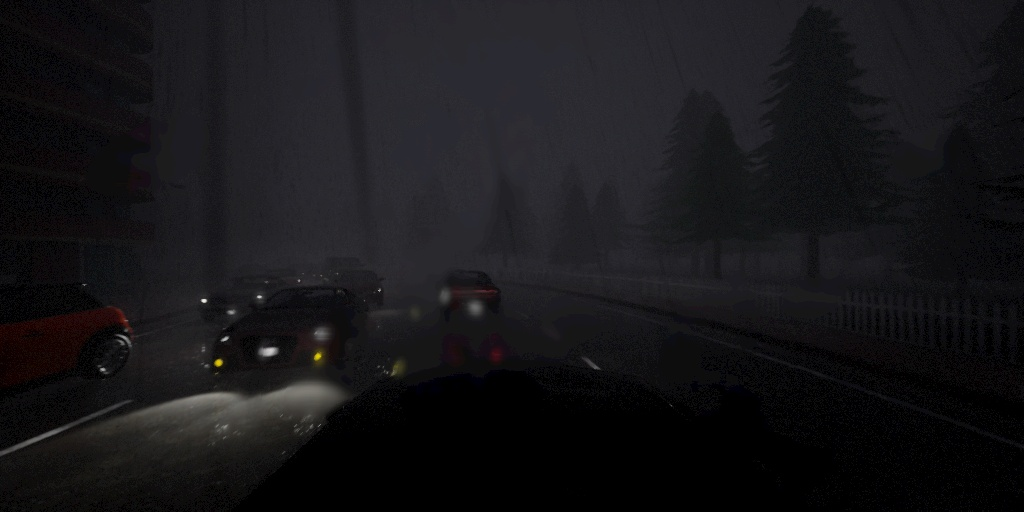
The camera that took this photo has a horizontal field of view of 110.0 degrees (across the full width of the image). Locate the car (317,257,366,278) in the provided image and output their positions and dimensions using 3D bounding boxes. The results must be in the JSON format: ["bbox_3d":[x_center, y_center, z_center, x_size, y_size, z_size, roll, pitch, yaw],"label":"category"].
[{"bbox_3d":[-11.424,1.074,24.351,2.150,2.045,5.566,0,0,-36],"label":"car"}]

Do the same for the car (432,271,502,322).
[{"bbox_3d":[-1.651,1.261,12.472,2.128,1.511,4.902,0,0,-15],"label":"car"}]

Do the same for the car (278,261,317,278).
[{"bbox_3d":[-18.547,1.418,31.735,4.892,1.490,1.837,0,0,39],"label":"car"}]

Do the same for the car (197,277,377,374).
[{"bbox_3d":[-4.334,1.353,7.683,1.994,1.385,4.181,0,0,-13],"label":"car"}]

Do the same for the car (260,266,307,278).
[{"bbox_3d":[-13.626,1.470,21.226,1.895,1.301,4.718,0,0,-35],"label":"car"}]

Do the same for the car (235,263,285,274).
[{"bbox_3d":[-20.737,1.477,29.016,5.357,1.411,2.033,0,0,39],"label":"car"}]

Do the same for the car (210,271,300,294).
[{"bbox_3d":[-9.398,1.433,13.089,1.895,1.301,4.718,0,0,-21],"label":"car"}]

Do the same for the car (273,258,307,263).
[{"bbox_3d":[-27.949,1.216,44.541,5.566,2.045,2.150,0,0,18],"label":"car"}]

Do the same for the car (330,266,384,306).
[{"bbox_3d":[-6.700,1.337,15.720,1.812,1.442,4.674,0,0,-24],"label":"car"}]

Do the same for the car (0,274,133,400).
[{"bbox_3d":[-7.525,1.166,4.297,2.097,1.767,4.553,0,0,-8],"label":"car"}]
